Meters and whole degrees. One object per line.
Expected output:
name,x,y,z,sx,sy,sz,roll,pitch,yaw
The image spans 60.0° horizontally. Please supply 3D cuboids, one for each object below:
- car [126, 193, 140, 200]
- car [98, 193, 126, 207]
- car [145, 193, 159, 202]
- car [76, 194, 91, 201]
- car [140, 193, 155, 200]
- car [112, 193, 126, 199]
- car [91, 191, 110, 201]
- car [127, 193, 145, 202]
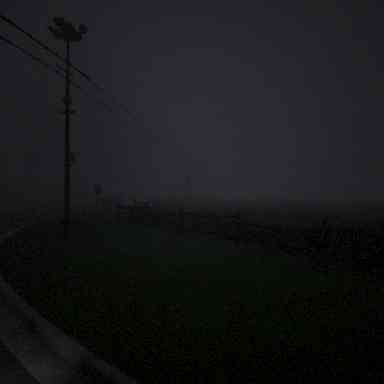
car,-13.771,0.940,78.091,1.882,1.535,5.008,0,0,7
car,-10.701,1.299,44.936,1.812,1.442,4.674,0,0,7
car,-7.958,1.205,67.961,1.837,1.490,4.892,0,1,7
car,-21.994,1.157,68.606,2.033,1.411,5.357,0,0,7
car,-10.297,1.022,77.663,2.033,1.411,5.357,0,0,7
car,-17.245,0.996,78.519,1.994,1.385,4.181,0,0,7
car,-18.457,1.149,68.686,1.812,1.442,4.674,0,0,7
car,-11.572,1.187,67.322,1.837,1.490,4.892,0,0,7
